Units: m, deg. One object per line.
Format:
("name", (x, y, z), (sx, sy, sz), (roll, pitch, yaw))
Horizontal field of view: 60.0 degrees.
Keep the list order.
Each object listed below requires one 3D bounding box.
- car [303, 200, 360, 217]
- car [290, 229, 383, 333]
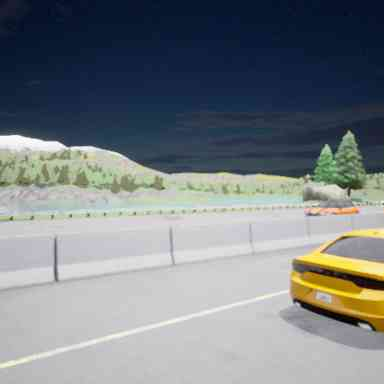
("car", (10.057, 1.375, 23.957), (4.553, 1.767, 2.097), (0, 0, -35))
("car", (4.078, 1.487, 6.622), (5.008, 1.535, 1.882), (0, 0, -35))
